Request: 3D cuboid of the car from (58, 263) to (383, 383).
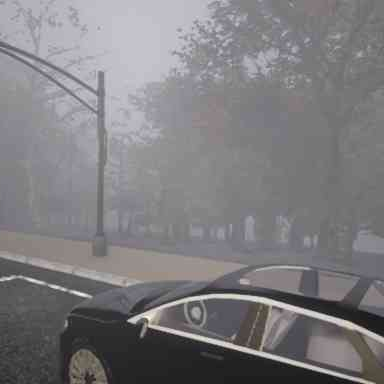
[{"bbox_3d":[0.687,1.491,3.193,4.902,1.511,2.128,0,0,35],"label":"car"}]
